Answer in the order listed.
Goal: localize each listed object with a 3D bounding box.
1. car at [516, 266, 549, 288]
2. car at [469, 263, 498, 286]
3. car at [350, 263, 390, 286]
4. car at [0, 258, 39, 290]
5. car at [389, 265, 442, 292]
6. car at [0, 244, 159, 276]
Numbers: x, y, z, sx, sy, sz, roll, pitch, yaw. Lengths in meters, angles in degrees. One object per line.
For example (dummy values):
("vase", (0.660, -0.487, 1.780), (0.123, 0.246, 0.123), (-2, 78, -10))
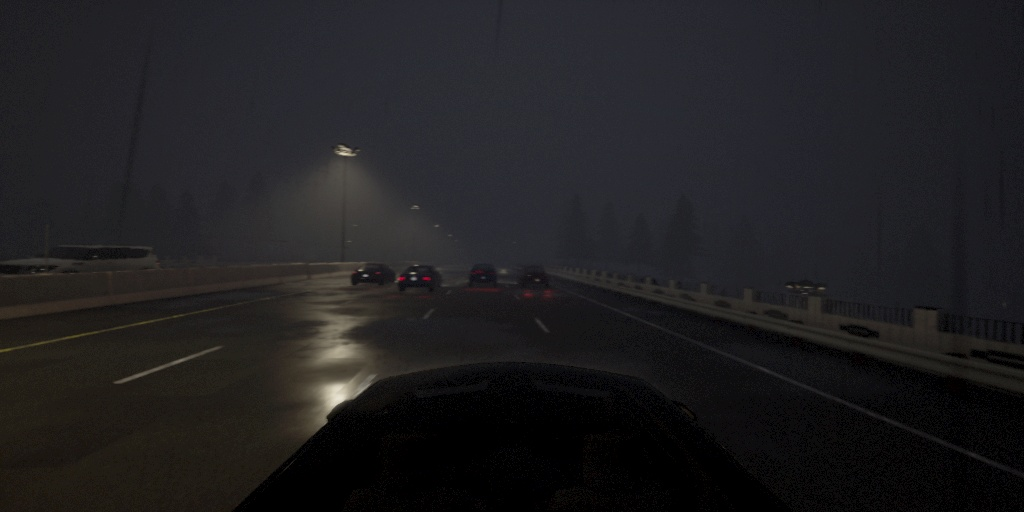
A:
("car", (1.458, 1.410, 25.618), (1.812, 1.442, 4.674), (2, -1, -5))
("car", (-2.050, 1.269, 25.594), (1.882, 1.535, 5.008), (2, -1, -5))
("car", (-8.886, 1.153, 23.353), (1.994, 1.385, 4.181), (2, -1, -5))
("car", (-22.330, 0.762, 13.927), (1.895, 1.301, 4.718), (2, 0, -5))
("car", (-5.128, 1.209, 20.459), (2.033, 1.411, 5.357), (2, 0, -5))
("car", (-18.986, 0.482, 16.042), (2.150, 2.045, 5.566), (2, 0, -5))
